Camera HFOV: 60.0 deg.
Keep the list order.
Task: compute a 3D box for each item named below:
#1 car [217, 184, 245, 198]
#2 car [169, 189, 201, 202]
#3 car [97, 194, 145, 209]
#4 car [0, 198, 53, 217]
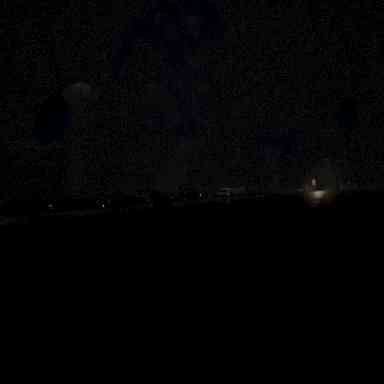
[{"bbox_3d":[5.923,-0.205,49.725,2.150,2.045,5.566,-1,1,36],"label":"car"},{"bbox_3d":[-0.769,0.430,40.437,1.837,1.490,4.892,-1,1,36],"label":"car"},{"bbox_3d":[-6.799,0.864,32.003,1.895,1.301,4.718,-1,1,36],"label":"car"},{"bbox_3d":[-12.713,1.157,23.621,2.033,1.411,5.357,-1,1,34],"label":"car"}]
